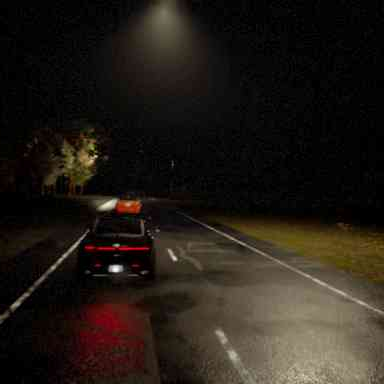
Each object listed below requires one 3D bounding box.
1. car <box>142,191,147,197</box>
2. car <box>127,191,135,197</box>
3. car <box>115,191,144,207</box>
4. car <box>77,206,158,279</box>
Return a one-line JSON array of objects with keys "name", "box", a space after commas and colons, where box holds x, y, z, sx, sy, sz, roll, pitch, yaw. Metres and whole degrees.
[{"name": "car", "box": [-13.673, 0.723, 93.931, 1.994, 1.385, 4.181, 2, 0, -10]}, {"name": "car", "box": [-17.113, 0.546, 93.311, 2.128, 1.511, 4.902, 2, 0, -10]}, {"name": "car", "box": [-5.592, 1.050, 29.231, 2.097, 1.767, 4.553, 2, 0, -10]}, {"name": "car", "box": [-2.074, 1.398, 9.624, 1.837, 1.490, 4.892, 2, 0, -10]}]
